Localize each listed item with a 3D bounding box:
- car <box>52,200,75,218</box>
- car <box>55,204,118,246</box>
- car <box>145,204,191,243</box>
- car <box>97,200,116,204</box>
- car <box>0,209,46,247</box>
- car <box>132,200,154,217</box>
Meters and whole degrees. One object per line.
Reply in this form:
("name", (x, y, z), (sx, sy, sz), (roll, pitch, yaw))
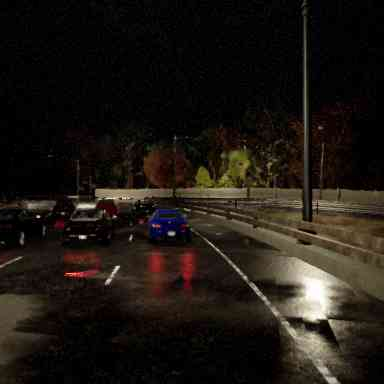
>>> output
("car", (-11.335, 1.514, 29.819), (1.837, 1.490, 4.892), (0, 0, -16))
("car", (-4.631, 1.514, 15.430), (1.837, 1.490, 4.892), (0, 0, -8))
("car", (-1.167, 1.531, 15.930), (1.812, 1.442, 4.674), (0, 0, -8))
("car", (-7.977, 1.483, 30.804), (1.882, 1.535, 5.008), (0, 0, -16))
("car", (-8.095, 1.483, 14.931), (1.882, 1.535, 5.008), (0, 0, -8))
("car", (-4.619, 1.493, 31.790), (2.128, 1.511, 4.902), (0, 0, -16))
